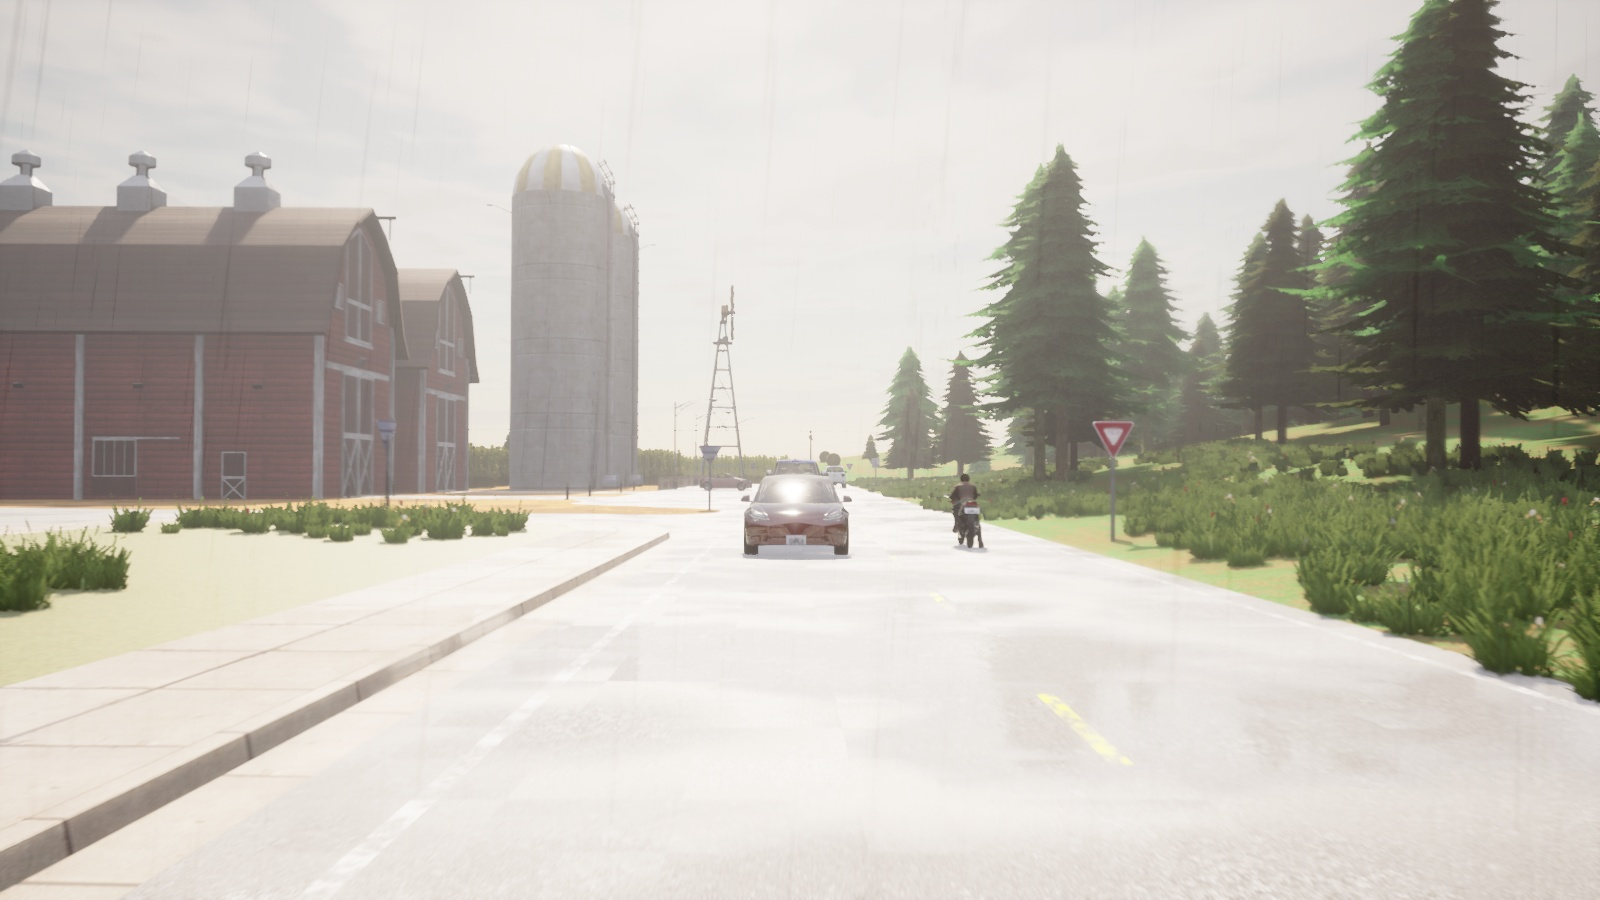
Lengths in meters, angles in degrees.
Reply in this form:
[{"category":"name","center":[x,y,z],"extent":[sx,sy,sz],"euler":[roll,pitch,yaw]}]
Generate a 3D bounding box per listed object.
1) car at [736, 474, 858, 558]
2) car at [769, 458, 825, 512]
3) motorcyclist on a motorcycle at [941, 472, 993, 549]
[{"category":"car","center":[-0.060,1.231,24.849],"extent":[2.163,1.488,4.792],"euler":[0,-1,0]},{"category":"car","center":[-0.126,1.391,51.172],"extent":[2.150,2.045,5.566],"euler":[0,-1,0]},{"category":"motorcyclist on a motorcycle","center":[3.437,1.219,26.058],"extent":[0.797,1.523,2.044],"euler":[0,-1,0]}]
